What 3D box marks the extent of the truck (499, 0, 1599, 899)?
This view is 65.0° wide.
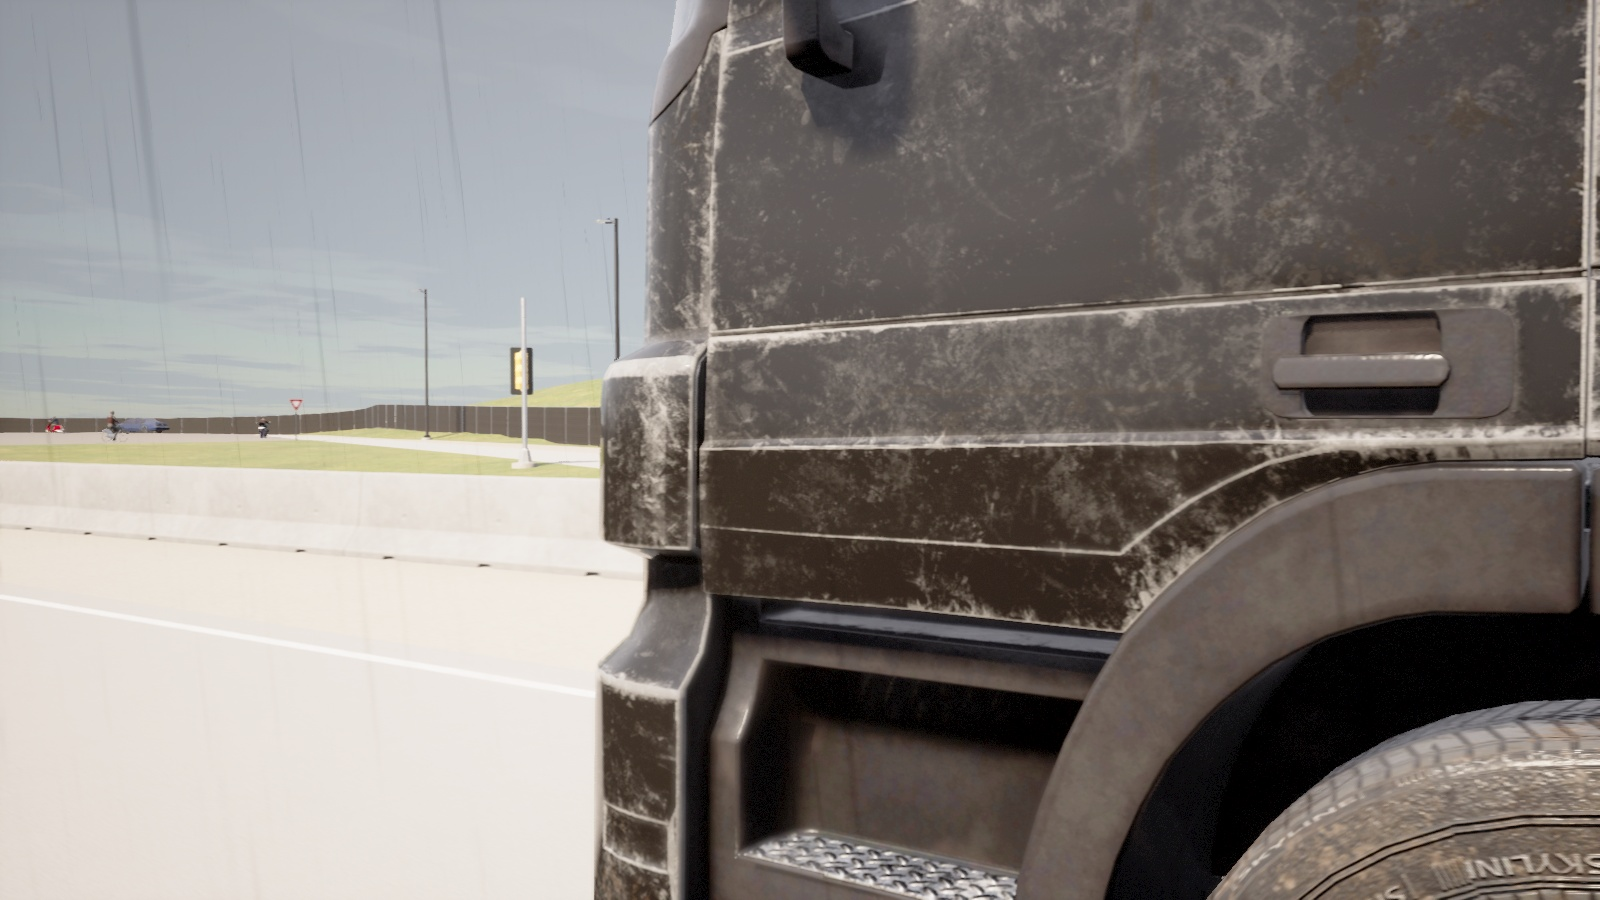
[{"bbox_3d":[3.579,-0.300,1.227,7.936,3.462,2.891,0,1,34],"label":"truck"}]
